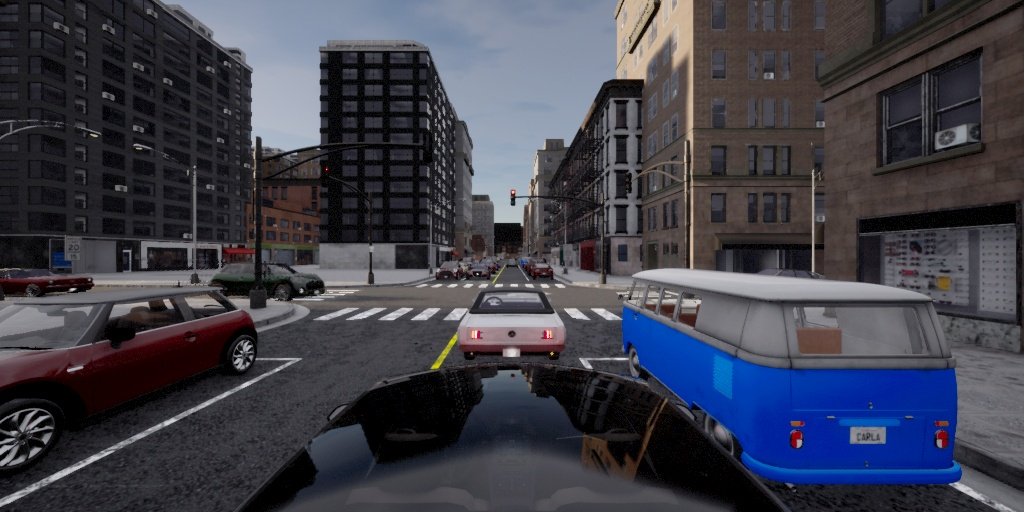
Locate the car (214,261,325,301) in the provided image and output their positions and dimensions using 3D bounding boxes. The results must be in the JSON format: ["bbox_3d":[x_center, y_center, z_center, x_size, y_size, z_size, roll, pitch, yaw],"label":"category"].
[{"bbox_3d":[-11.121,1.050,16.493,4.553,1.767,2.097,0,0,4],"label":"car"}]

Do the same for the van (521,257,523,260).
[{"bbox_3d":[2.583,1.086,53.025,1.690,1.789,3.998,0,0,0],"label":"van"}]

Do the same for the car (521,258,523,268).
[{"bbox_3d":[2.589,1.292,47.615,1.888,1.381,4.507,0,0,0],"label":"car"}]

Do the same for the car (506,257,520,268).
[{"bbox_3d":[0.028,1.306,62.318,1.994,1.385,4.181,0,0,1],"label":"car"}]

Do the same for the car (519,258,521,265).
[{"bbox_3d":[2.577,1.309,58.434,1.948,1.339,4.313,0,0,0],"label":"car"}]

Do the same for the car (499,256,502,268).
[{"bbox_3d":[-2.887,1.099,49.048,2.097,1.767,4.553,0,0,0],"label":"car"}]

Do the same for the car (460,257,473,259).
[{"bbox_3d":[-5.430,1.063,42.196,2.192,1.841,5.009,0,0,0],"label":"car"}]

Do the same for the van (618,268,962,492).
[{"bbox_3d":[2.637,1.091,4.506,1.690,1.789,3.998,0,0,0],"label":"van"}]

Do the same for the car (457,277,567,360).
[{"bbox_3d":[-0.005,1.351,8.292,1.895,1.301,4.718,0,0,0],"label":"car"}]

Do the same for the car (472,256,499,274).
[{"bbox_3d":[-2.874,1.100,40.173,2.097,1.767,4.553,0,0,0],"label":"car"}]

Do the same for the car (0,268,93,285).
[{"bbox_3d":[-22.675,1.234,16.705,4.718,1.301,1.895,0,0,0],"label":"car"}]

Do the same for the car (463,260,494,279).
[{"bbox_3d":[-2.882,1.313,31.553,1.994,1.385,4.181,0,0,-1],"label":"car"}]

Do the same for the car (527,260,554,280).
[{"bbox_3d":[2.607,1.294,31.386,1.888,1.381,4.507,0,0,0],"label":"car"}]

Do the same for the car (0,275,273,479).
[{"bbox_3d":[-5.388,1.190,4.498,1.967,1.591,4.097,0,0,0],"label":"car"}]

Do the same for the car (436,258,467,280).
[{"bbox_3d":[-5.418,1.188,31.377,1.967,1.591,4.097,0,0,0],"label":"car"}]

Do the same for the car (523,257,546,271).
[{"bbox_3d":[2.601,1.063,36.796,2.192,1.841,5.009,0,0,0],"label":"car"}]
